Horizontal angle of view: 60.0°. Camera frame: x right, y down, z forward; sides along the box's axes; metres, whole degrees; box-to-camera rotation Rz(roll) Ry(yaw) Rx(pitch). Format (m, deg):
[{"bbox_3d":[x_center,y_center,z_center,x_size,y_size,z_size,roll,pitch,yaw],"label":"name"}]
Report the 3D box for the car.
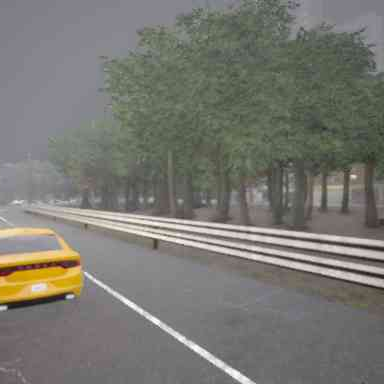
[{"bbox_3d":[-4.125,1.609,8.073,1.882,1.535,5.008,0,-1,-33],"label":"car"}]
